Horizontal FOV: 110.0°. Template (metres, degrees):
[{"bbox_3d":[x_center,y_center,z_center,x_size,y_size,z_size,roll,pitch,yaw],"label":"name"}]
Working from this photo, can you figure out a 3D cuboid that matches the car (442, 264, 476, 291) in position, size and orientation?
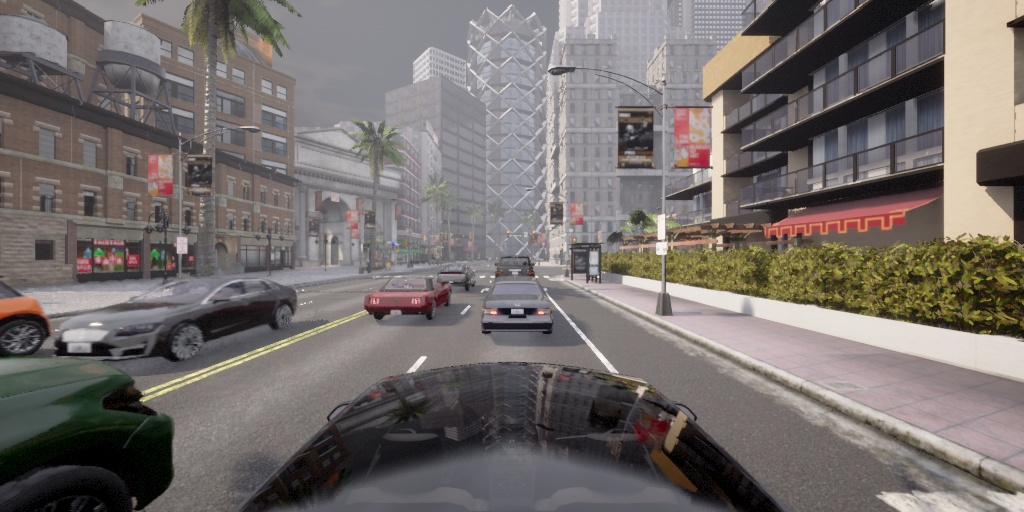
[{"bbox_3d":[-3.326,1.241,21.905,2.128,1.511,4.902,0,0,0],"label":"car"}]

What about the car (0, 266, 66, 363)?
[{"bbox_3d":[-10.592,1.102,5.385,2.097,1.767,4.553,0,0,0],"label":"car"}]

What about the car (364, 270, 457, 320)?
[{"bbox_3d":[-3.359,1.351,12.636,1.895,1.301,4.718,0,0,0],"label":"car"}]

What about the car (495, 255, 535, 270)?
[{"bbox_3d":[0.166,0.971,20.830,2.150,2.045,5.566,0,0,0],"label":"car"}]

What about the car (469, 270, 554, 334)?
[{"bbox_3d":[0.129,1.297,10.579,2.033,1.411,5.357,0,0,0],"label":"car"}]

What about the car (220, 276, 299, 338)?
[{"bbox_3d":[-7.078,1.241,8.328,2.128,1.511,4.902,0,0,0],"label":"car"}]
